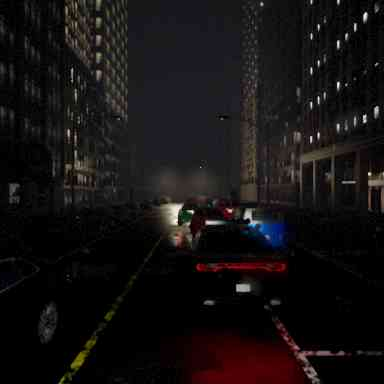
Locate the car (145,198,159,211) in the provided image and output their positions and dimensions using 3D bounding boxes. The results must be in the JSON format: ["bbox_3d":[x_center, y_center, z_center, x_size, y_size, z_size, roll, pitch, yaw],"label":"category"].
[{"bbox_3d":[-5.812,1.695,42.244,2.008,1.369,4.403,-1,0,0],"label":"car"}]

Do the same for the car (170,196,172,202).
[{"bbox_3d":[-5.889,1.679,70.662,1.967,1.590,4.097,-1,0,0],"label":"car"}]

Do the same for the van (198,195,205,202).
[{"bbox_3d":[2.444,1.636,87.736,1.690,1.788,3.998,-1,0,0],"label":"van"}]

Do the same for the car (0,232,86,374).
[{"bbox_3d":[-3.009,1.504,3.511,2.128,1.511,4.902,0,0,0],"label":"car"}]

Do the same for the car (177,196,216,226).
[{"bbox_3d":[0.317,1.435,24.285,2.097,1.767,4.553,0,0,8],"label":"car"}]

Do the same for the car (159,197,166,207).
[{"bbox_3d":[-5.842,1.733,53.611,2.008,1.369,4.403,-1,0,0],"label":"car"}]

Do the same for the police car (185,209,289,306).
[{"bbox_3d":[0.877,1.454,8.300,1.930,1.638,5.238,0,0,0],"label":"police car"}]

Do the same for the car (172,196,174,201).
[{"bbox_3d":[-5.919,1.801,81.859,1.752,1.417,4.829,-1,0,0],"label":"car"}]

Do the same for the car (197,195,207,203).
[{"bbox_3d":[2.459,1.591,82.053,2.192,1.841,5.009,-1,0,0],"label":"car"}]

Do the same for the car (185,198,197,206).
[{"bbox_3d":[-0.160,1.748,59.200,2.033,1.411,5.357,0,0,0],"label":"car"}]

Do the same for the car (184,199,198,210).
[{"bbox_3d":[-0.100,1.683,46.214,1.812,1.442,4.674,0,0,0],"label":"car"}]

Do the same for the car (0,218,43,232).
[{"bbox_3d":[-5.720,1.579,8.142,2.008,1.369,4.403,-1,0,0],"label":"car"}]

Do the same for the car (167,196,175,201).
[{"bbox_3d":[-5.950,1.879,93.396,1.947,1.339,4.313,-1,0,0],"label":"car"}]

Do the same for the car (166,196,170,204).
[{"bbox_3d":[-5.873,1.802,64.978,1.802,1.307,4.206,-1,0,0],"label":"car"}]

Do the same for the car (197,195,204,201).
[{"bbox_3d":[2.430,1.753,93.419,1.967,1.590,4.097,-1,0,0],"label":"car"}]

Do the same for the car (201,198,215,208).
[{"bbox_3d":[2.538,1.732,53.633,2.008,1.369,4.403,-1,0,0],"label":"car"}]

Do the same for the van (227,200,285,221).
[{"bbox_3d":[2.643,1.388,13.849,1.690,1.788,3.998,-1,0,0],"label":"van"}]

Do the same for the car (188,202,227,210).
[{"bbox_3d":[0.851,1.540,18.190,1.882,1.535,5.008,0,0,0],"label":"car"}]

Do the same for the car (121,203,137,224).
[{"bbox_3d":[-5.766,1.637,25.193,2.008,1.369,4.403,-1,0,0],"label":"car"}]

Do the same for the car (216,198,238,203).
[{"bbox_3d":[2.612,1.401,25.216,2.192,1.841,5.009,-1,0,0],"label":"car"}]

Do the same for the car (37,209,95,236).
[{"bbox_3d":[-5.735,1.614,13.826,1.947,1.339,4.313,-1,0,0],"label":"car"}]

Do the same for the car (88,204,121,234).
[{"bbox_3d":[-5.750,1.612,19.509,1.887,1.381,4.507,-1,0,0],"label":"car"}]

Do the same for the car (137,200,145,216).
[{"bbox_3d":[-5.781,1.688,30.876,1.802,1.307,4.206,-1,0,0],"label":"car"}]

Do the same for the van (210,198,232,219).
[{"bbox_3d":[2.597,1.446,30.900,1.690,1.788,3.998,-1,0,0],"label":"van"}]
